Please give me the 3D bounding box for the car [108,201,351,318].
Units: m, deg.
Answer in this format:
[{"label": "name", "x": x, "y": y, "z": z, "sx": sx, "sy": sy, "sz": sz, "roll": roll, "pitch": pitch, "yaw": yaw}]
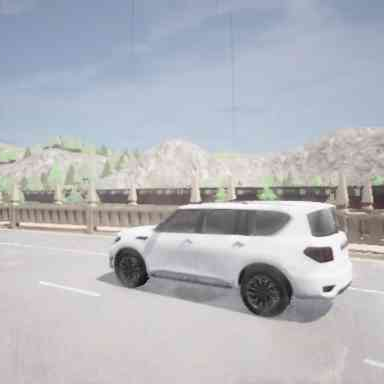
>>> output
[{"label": "car", "x": 0.575, "y": 1.222, "z": 7.635, "sx": 5.566, "sy": 2.045, "sz": 2.150, "roll": 0, "pitch": 0, "yaw": 34}]
